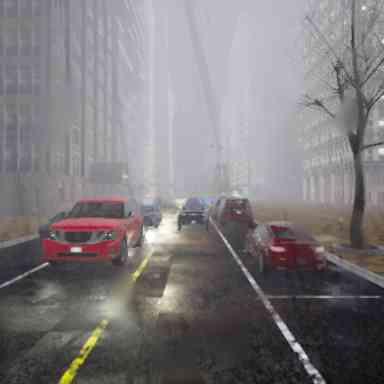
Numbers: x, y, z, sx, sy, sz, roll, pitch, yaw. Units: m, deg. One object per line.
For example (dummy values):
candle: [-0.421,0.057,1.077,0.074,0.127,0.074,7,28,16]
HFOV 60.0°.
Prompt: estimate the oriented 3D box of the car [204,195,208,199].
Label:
car: [2.710,1.433,38.852,1.752,1.417,4.829,0,0,0]

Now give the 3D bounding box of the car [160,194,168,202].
car: [-5.666,1.434,55.773,1.947,1.339,4.313,0,0,0]

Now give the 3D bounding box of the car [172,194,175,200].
car: [-5.658,1.258,78.529,1.967,1.590,4.097,0,0,0]

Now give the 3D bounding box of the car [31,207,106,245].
car: [-5.679,1.527,15.948,1.947,1.339,4.313,0,0,0]

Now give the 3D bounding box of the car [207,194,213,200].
car: [2.708,1.250,27.304,2.192,1.841,5.009,0,0,0]

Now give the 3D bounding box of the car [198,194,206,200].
car: [2.725,1.235,89.882,1.967,1.590,4.097,0,0,0]

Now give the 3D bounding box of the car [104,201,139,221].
car: [-5.675,1.500,27.327,1.947,1.339,4.313,0,0,0]

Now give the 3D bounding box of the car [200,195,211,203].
car: [2.718,1.394,67.127,2.008,1.369,4.403,0,0,0]

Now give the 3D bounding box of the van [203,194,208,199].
van: [2.715,1.223,50.060,1.690,1.788,3.998,0,0,0]

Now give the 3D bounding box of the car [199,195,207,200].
car: [2.723,1.358,84.194,2.008,1.369,4.403,0,0,0]

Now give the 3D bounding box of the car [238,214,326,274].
car: [2.700,1.558,10.238,1.802,1.307,4.206,0,0,0]

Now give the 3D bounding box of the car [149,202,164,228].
car: [-2.993,1.542,21.265,1.994,1.385,4.181,0,0,0]

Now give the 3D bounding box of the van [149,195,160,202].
van: [-5.668,1.235,44.394,1.690,1.788,3.998,0,0,0]

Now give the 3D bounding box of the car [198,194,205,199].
car: [2.727,1.328,95.572,1.887,1.381,4.507,0,0,0]

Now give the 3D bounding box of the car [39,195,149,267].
car: [-3.065,1.196,11.642,2.150,2.045,5.566,0,0,0]

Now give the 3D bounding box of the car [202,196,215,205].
car: [2.714,1.420,55.749,2.008,1.369,4.403,0,0,0]

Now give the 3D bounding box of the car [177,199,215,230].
car: [0.087,1.443,20.556,2.128,1.511,4.902,0,0,0]

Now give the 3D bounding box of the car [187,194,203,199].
car: [0.112,1.372,44.232,1.882,1.535,5.008,0,0,0]

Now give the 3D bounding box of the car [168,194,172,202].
car: [-5.663,1.393,67.151,2.008,1.369,4.403,0,0,0]

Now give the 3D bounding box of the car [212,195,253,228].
car: [2.706,1.264,21.615,2.192,1.841,5.009,0,0,0]
